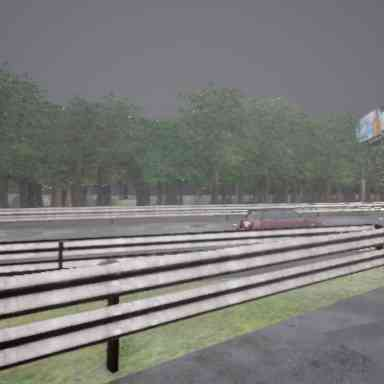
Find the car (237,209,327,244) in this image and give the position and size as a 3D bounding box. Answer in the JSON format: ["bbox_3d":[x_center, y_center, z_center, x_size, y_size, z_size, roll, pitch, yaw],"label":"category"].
[{"bbox_3d":[4.592,1.609,16.648,4.553,1.767,2.097,0,0,-21],"label":"car"}]
